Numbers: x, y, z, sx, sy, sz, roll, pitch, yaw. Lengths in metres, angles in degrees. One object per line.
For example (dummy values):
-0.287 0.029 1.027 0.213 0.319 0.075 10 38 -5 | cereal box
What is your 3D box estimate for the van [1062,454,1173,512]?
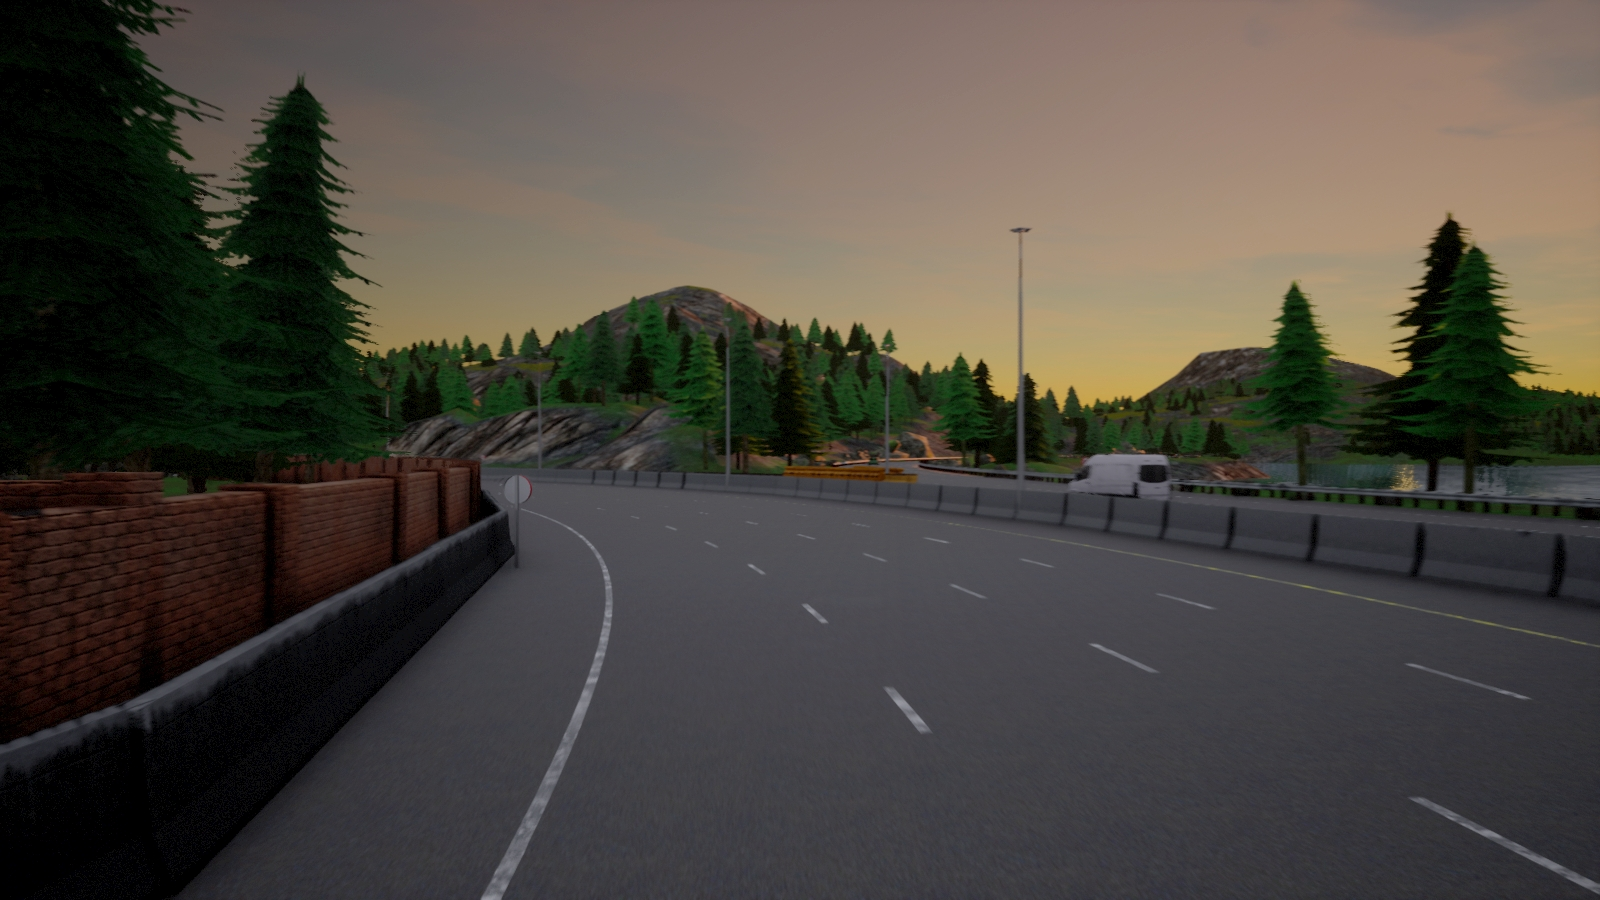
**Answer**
14.917 1.506 54.101 1.988 2.561 5.915 1 0 -20 | van
